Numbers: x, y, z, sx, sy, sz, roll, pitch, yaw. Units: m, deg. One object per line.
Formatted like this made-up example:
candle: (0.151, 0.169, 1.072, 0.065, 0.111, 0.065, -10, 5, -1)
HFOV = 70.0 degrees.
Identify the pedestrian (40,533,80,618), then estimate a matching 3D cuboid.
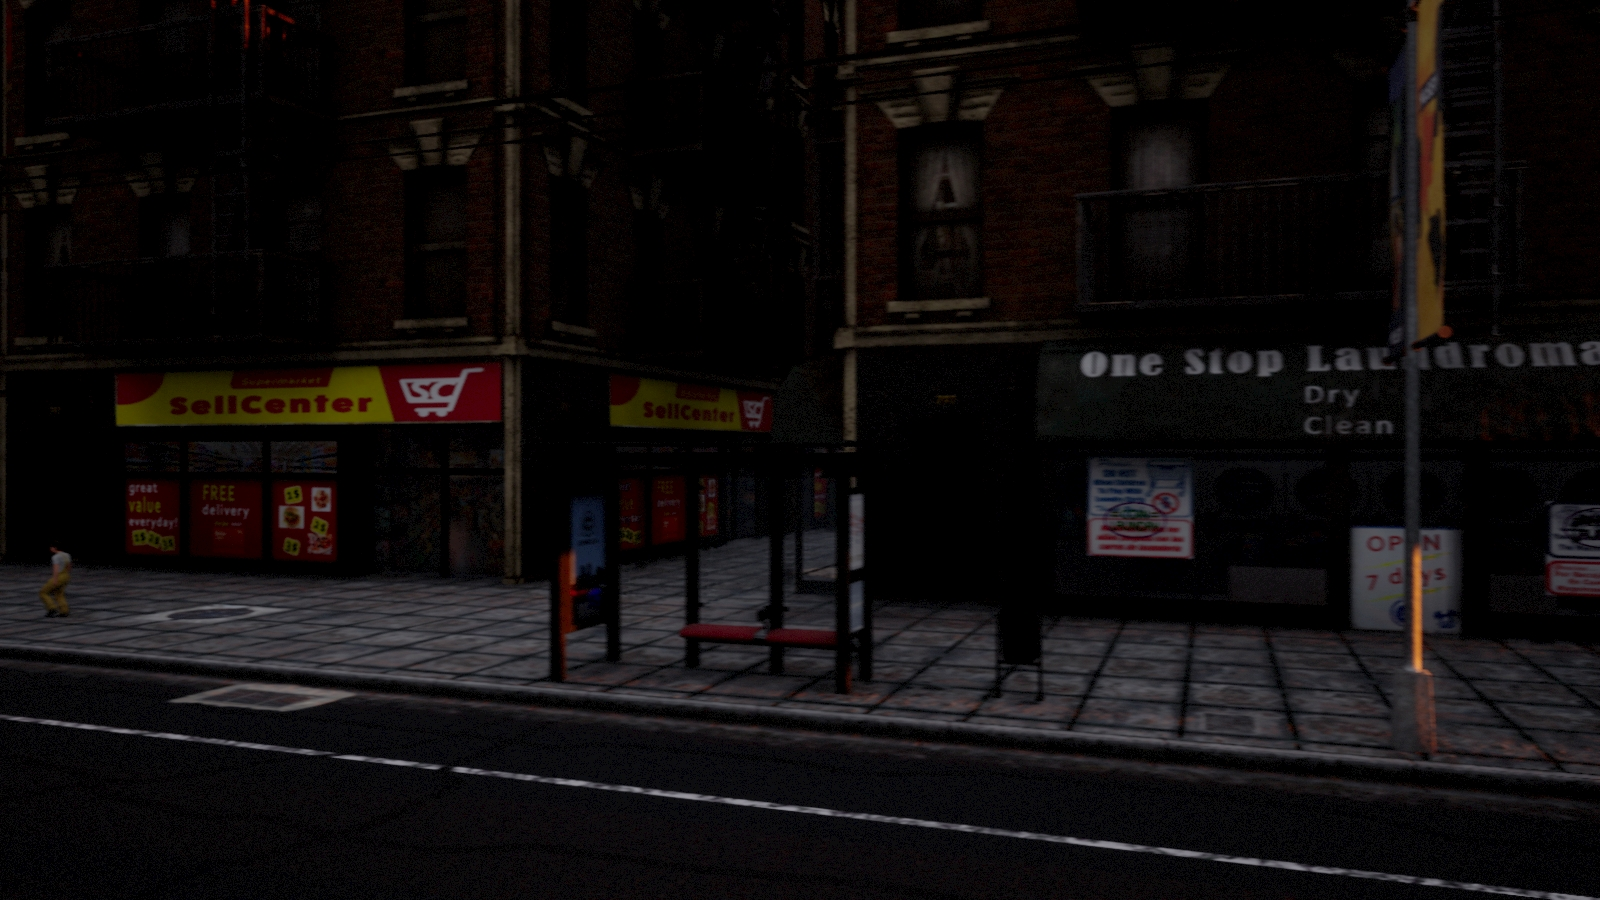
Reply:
pedestrian: (-11.691, 1.976, 18.055, 0.375, 1.300, 0.375, 0, 0, 2)
